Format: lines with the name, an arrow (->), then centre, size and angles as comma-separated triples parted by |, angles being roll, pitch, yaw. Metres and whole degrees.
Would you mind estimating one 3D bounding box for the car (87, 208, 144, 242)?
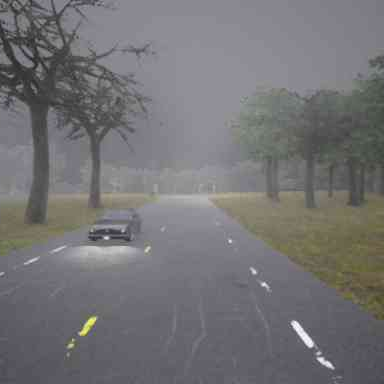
car -> -3.593, 1.543, 16.659 | 2.033, 1.411, 5.357 | 0, 0, 0
